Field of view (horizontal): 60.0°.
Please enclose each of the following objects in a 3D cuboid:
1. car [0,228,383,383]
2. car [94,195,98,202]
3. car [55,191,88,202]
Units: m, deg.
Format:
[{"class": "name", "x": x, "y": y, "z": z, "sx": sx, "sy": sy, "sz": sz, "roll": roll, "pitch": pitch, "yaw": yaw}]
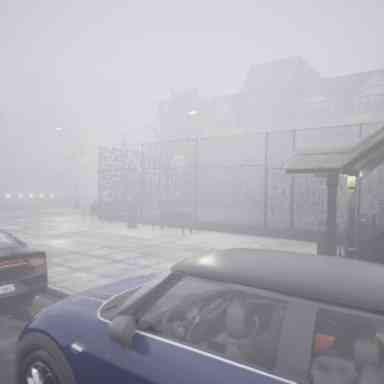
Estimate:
[{"class": "car", "x": 0.393, "y": 1.327, "z": 3.023, "sx": 4.553, "sy": 1.767, "sz": 2.185, "roll": 1, "pitch": 1, "yaw": 35}, {"class": "car", "x": -12.268, "y": 0.717, "z": 49.406, "sx": 1.837, "sy": 1.490, "sz": 4.892, "roll": 1, "pitch": 1, "yaw": 35}, {"class": "car", "x": -17.382, "y": 0.634, "z": 48.212, "sx": 2.128, "sy": 1.511, "sz": 4.902, "roll": 1, "pitch": 1, "yaw": 35}]
